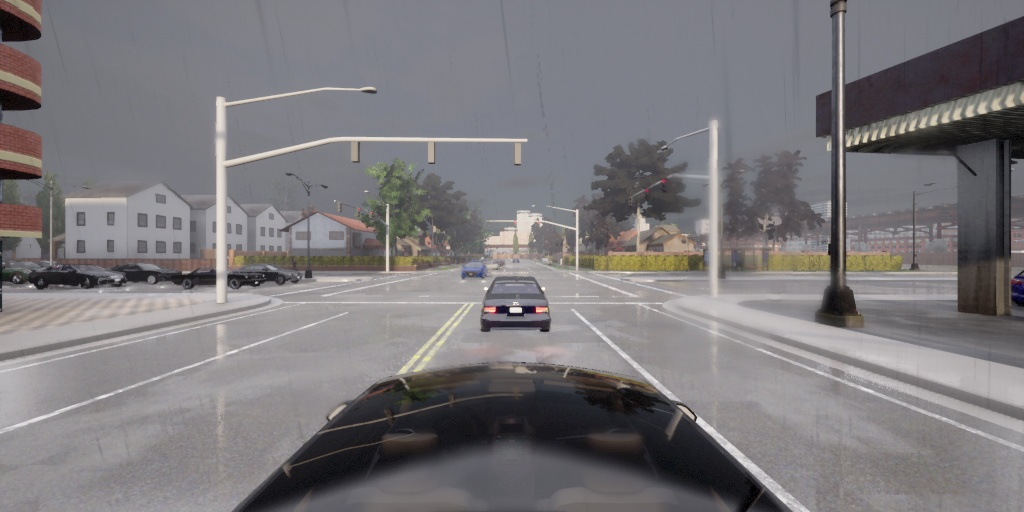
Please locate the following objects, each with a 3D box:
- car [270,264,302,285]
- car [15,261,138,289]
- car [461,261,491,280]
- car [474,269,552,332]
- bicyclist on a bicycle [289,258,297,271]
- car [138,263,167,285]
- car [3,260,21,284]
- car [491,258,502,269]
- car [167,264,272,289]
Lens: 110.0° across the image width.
[{"bbox_3d":[-17.707,1.276,25.858,4.674,1.442,1.812,0,0,1],"label":"car"},{"bbox_3d":[-27.124,1.242,22.489,4.902,1.511,2.128,0,0,1],"label":"car"},{"bbox_3d":[-3.247,1.227,31.776,1.882,1.535,5.008,0,0,2],"label":"car"},{"bbox_3d":[0.087,1.297,10.812,2.033,1.411,5.357,0,0,0],"label":"car"},{"bbox_3d":[-26.522,1.051,43.463,0.582,1.620,1.656,0,0,1],"label":"bicyclist on a bicycle"},{"bbox_3d":[-26.769,1.228,25.982,5.008,1.535,1.882,0,0,1],"label":"car"},{"bbox_3d":[-36.054,1.102,26.133,4.553,1.767,2.097,0,0,1],"label":"car"},{"bbox_3d":[-2.856,1.351,49.886,1.895,1.301,4.718,0,0,1],"label":"car"},{"bbox_3d":[-18.092,1.351,22.331,4.718,1.301,1.895,0,0,1],"label":"car"}]
